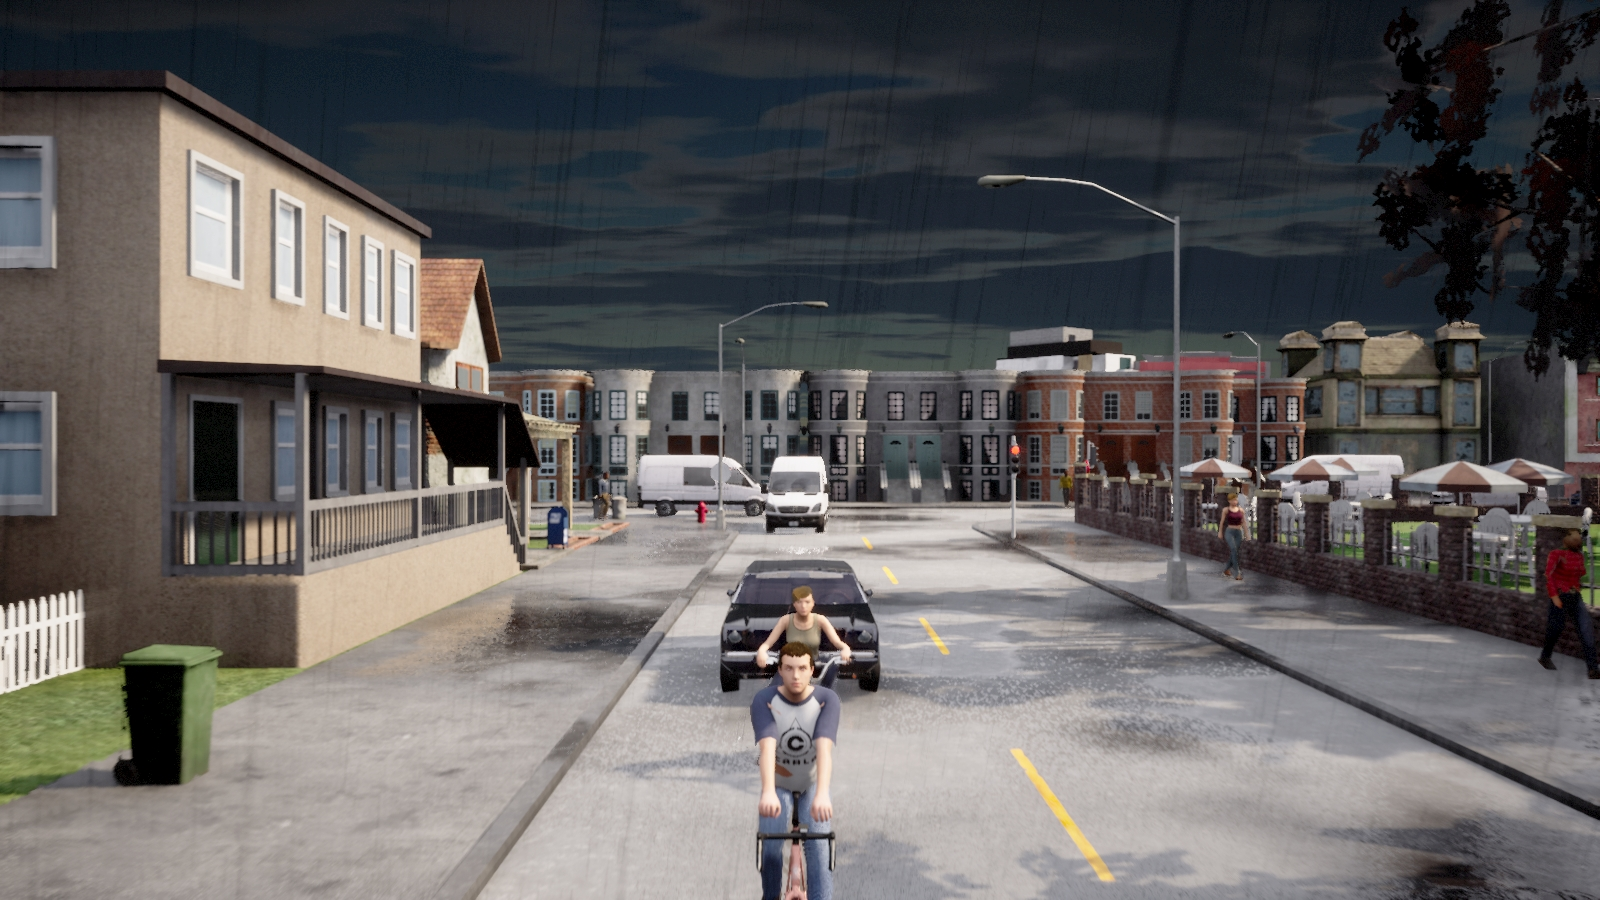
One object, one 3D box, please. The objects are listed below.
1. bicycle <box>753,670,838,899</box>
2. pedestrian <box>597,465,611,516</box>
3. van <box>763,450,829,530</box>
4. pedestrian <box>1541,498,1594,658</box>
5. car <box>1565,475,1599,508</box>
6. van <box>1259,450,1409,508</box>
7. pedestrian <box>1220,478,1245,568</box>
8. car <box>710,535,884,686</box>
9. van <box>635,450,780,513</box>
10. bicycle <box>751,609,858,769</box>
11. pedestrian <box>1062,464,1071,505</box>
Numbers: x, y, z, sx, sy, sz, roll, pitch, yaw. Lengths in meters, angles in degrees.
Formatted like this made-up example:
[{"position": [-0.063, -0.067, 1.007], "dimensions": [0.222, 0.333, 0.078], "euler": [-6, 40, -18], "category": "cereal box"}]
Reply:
[{"position": [-0.020, 1.933, 5.826], "dimensions": [0.373, 1.296, 1.643], "euler": [0, 1, 0], "category": "bicycle"}, {"position": [-7.338, 1.508, 42.759], "dimensions": [0.375, 1.860, 0.375], "euler": [0, 0, 23], "category": "pedestrian"}, {"position": [-0.058, 1.295, 39.956], "dimensions": [1.988, 2.561, 5.915], "euler": [0, 0, 3], "category": "van"}, {"position": [9.158, 1.516, 13.635], "dimensions": [0.375, 1.860, 0.375], "euler": [0, 0, -3], "category": "pedestrian"}, {"position": [38.176, 1.862, 51.977], "dimensions": [5.357, 1.411, 2.033], "euler": [0, 0, 1], "category": "car"}, {"position": [24.223, 1.291, 51.961], "dimensions": [5.915, 2.561, 1.988], "euler": [0, 0, 0], "category": "van"}, {"position": [9.007, 1.513, 23.803], "dimensions": [0.375, 1.860, 0.375], "euler": [0, 0, 2], "category": "pedestrian"}, {"position": [-0.036, 1.928, 14.826], "dimensions": [1.895, 1.301, 4.718], "euler": [0, 0, 0], "category": "car"}, {"position": [-3.804, 1.293, 47.942], "dimensions": [5.915, 2.561, 1.988], "euler": [0, 0, 0], "category": "van"}, {"position": [0.033, 2.031, 9.967], "dimensions": [0.859, 1.080, 1.487], "euler": [0, 0, 0], "category": "bicycle"}, {"position": [12.436, 1.604, 53.274], "dimensions": [0.375, 1.860, 0.375], "euler": [0, 0, 16], "category": "pedestrian"}]
